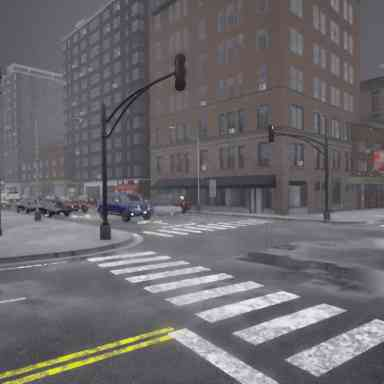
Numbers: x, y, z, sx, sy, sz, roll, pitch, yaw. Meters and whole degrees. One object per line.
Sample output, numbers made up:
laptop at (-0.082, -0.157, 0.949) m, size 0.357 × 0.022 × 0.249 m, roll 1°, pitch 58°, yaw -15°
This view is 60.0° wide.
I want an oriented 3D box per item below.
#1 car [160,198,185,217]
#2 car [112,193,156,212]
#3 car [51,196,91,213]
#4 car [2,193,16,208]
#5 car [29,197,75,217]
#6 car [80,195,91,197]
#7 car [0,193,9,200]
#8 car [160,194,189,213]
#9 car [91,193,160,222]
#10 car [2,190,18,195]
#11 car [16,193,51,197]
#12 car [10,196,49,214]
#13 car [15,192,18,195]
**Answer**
car at (-3.088, 1.424, 28.051) m, size 1.895 × 1.301 × 4.718 m, roll -1°, pitch 1°, yaw -43°
car at (-6.219, 1.044, 35.139) m, size 2.192 × 1.841 × 5.009 m, roll 0°, pitch 1°, yaw -44°
car at (-12.060, 1.394, 32.872) m, size 1.895 × 1.301 × 4.718 m, roll -1°, pitch 1°, yaw -44°
car at (-23.708, 1.247, 40.964) m, size 1.752 × 1.417 × 4.829 m, roll 0°, pitch 1°, yaw -44°
car at (-12.344, 1.417, 29.211) m, size 1.947 × 1.339 × 4.313 m, roll 0°, pitch 1°, yaw -44°
car at (-13.877, 1.083, 43.059) m, size 1.967 × 1.590 × 4.097 m, roll 0°, pitch 1°, yaw -44°
car at (-40.676, 0.884, 70.775) m, size 1.947 × 1.339 × 4.313 m, roll 0°, pitch 1°, yaw -44°
car at (-2.391, 1.087, 31.180) m, size 2.192 × 1.841 × 5.009 m, roll 0°, pitch 1°, yaw -44°
car at (-5.297, 1.089, 25.873) m, size 2.150 × 2.045 × 5.566 m, roll -1°, pitch 1°, yaw -44°
car at (-31.865, 0.710, 57.953) m, size 2.150 × 2.045 × 5.566 m, roll -1°, pitch 1°, yaw -44°
car at (-19.329, 1.215, 40.410) m, size 1.837 × 1.490 × 4.892 m, roll -1°, pitch 1°, yaw -44°
car at (-16.172, 1.374, 33.170) m, size 1.947 × 1.339 × 4.313 m, roll 0°, pitch 1°, yaw -44°
car at (-29.191, 1.043, 58.898) m, size 1.802 × 1.307 × 4.206 m, roll 0°, pitch 1°, yaw -44°
